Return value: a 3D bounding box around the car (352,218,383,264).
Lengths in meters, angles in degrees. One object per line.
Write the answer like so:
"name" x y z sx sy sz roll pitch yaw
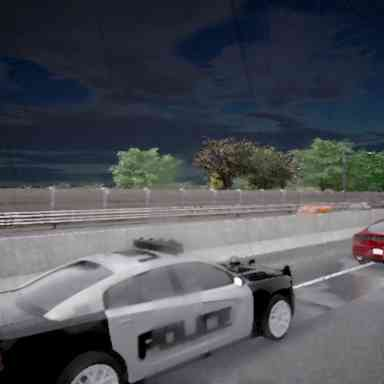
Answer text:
"car" 7.299 1.578 11.214 5.008 1.535 1.882 0 -1 -39

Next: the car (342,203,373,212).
"car" 18.631 2.005 37.308 4.674 1.442 1.812 0 -1 -39

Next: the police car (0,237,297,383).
"police car" -0.369 1.521 4.953 5.238 1.638 1.930 0 -1 -39

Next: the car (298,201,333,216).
"car" 14.168 1.894 38.187 4.553 1.767 2.097 0 -1 -39
